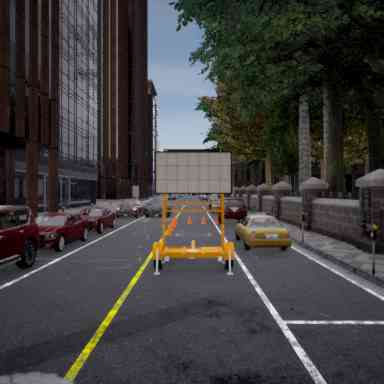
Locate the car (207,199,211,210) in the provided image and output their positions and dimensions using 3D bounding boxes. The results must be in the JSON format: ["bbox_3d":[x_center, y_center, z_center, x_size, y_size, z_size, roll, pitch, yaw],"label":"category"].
[{"bbox_3d":[2.920,1.536,35.887,1.752,1.417,4.829,0,0,0],"label":"car"}]

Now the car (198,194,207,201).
[{"bbox_3d":[3.131,1.486,84.056,1.967,1.590,4.097,0,0,0],"label":"car"}]

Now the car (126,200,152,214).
[{"bbox_3d":[-5.606,1.561,35.752,2.008,1.369,4.403,0,0,0],"label":"car"}]

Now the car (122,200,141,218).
[{"bbox_3d":[-5.630,1.448,30.295,1.967,1.590,4.097,0,0,0],"label":"car"}]

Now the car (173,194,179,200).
[{"bbox_3d":[-5.371,1.366,89.531,2.192,1.841,5.009,0,0,0],"label":"car"}]

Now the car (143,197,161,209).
[{"bbox_3d":[-5.558,1.457,46.666,1.967,1.590,4.097,0,0,0],"label":"car"}]

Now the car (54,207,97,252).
[{"bbox_3d":[-5.701,1.546,13.924,1.887,1.381,4.507,0,0,0],"label":"car"}]

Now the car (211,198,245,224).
[{"bbox_3d":[2.871,1.320,24.804,2.192,1.841,5.009,0,0,0],"label":"car"}]

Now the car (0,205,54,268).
[{"bbox_3d":[-5.725,1.315,8.467,2.192,1.841,5.009,0,0,0],"label":"car"}]

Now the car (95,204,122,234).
[{"bbox_3d":[-5.678,1.547,19.381,1.887,1.381,4.507,0,0,0],"label":"car"}]

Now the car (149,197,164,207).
[{"bbox_3d":[-5.535,1.545,51.953,1.752,1.417,4.829,0,0,0],"label":"car"}]

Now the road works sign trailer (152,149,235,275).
[{"bbox_3d":[0.046,0.465,10.451,2.380,3.560,2.880,0,0,0],"label":"road works sign trailer"}]

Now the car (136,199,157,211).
[{"bbox_3d":[-5.582,1.558,41.209,1.887,1.381,4.507,0,0,0],"label":"car"}]

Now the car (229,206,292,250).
[{"bbox_3d":[2.824,1.526,14.061,1.752,1.417,4.829,0,0,0],"label":"car"}]

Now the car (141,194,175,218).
[{"bbox_3d":[-2.967,1.360,29.985,2.097,1.767,4.553,0,0,0],"label":"car"}]

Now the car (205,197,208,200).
[{"bbox_3d":[2.943,1.579,41.174,1.947,1.339,4.313,0,0,0],"label":"car"}]
